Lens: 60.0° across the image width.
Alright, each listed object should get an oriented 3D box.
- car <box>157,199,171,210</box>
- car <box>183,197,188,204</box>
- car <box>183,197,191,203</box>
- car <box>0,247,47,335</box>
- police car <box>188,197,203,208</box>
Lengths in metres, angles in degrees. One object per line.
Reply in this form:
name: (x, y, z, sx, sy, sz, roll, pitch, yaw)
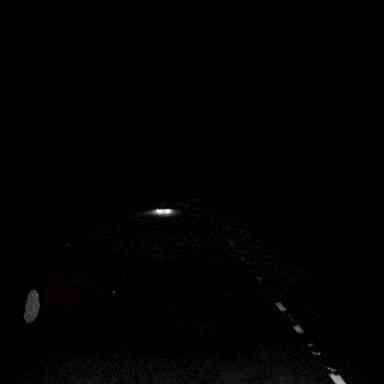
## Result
car: (-4.000, 1.714, 48.039, 2.128, 1.511, 4.902, 0, -1, -1)
car: (-0.875, 1.807, 70.959, 2.128, 1.511, 4.902, 0, -1, -1)
car: (-1.294, 2.108, 86.335, 1.994, 1.385, 4.181, 0, -1, -2)
car: (-3.610, 1.478, 4.126, 1.882, 1.535, 5.008, 0, 0, 0)
police car: (0.743, 1.685, 51.898, 1.930, 1.638, 5.238, 0, -1, -1)
